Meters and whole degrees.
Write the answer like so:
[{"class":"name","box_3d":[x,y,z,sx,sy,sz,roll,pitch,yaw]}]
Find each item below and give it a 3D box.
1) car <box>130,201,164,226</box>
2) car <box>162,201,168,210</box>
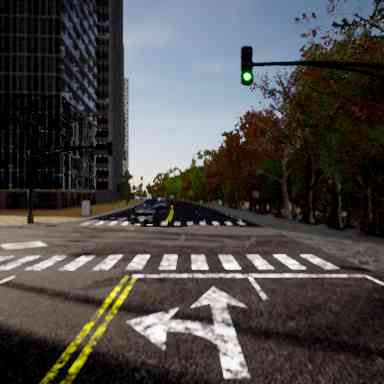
[{"class":"car","box_3d":[-3.633,1.749,26.009,2.128,1.511,4.902,0,-1,-2]},{"class":"car","box_3d":[-4.640,2.044,50.694,2.033,1.411,5.357,0,-1,-3]}]
